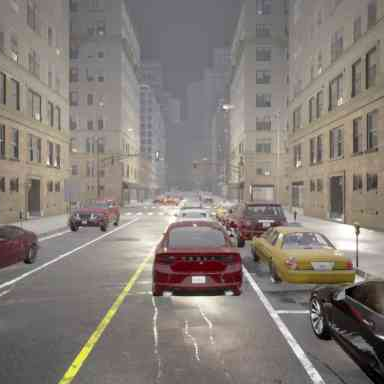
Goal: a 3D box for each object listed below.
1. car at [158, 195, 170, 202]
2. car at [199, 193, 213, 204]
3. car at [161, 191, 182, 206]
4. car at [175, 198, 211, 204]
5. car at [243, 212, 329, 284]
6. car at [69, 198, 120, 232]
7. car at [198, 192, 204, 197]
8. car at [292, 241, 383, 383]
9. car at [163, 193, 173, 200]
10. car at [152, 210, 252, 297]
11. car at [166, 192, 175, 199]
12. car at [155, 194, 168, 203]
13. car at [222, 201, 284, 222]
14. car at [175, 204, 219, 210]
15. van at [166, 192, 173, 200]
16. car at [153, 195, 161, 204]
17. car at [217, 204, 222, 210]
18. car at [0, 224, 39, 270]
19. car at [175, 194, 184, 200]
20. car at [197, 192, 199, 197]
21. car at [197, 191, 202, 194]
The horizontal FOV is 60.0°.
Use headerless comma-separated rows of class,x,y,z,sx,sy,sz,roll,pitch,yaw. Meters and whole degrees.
car,-5.754,1.292,68.798,1.887,1.381,4.507,1,0,0
car,2.770,1.367,57.943,2.008,1.369,4.403,0,0,0
car,-3.147,1.204,51.783,2.097,1.767,4.553,0,0,2
car,0.074,1.454,25.333,2.128,1.511,4.902,0,0,0
car,2.766,1.520,9.349,1.752,1.417,4.829,0,0,0
car,-5.757,1.291,20.292,2.192,1.841,5.009,0,0,0
car,2.772,1.271,68.959,1.752,1.417,4.829,1,0,0
car,2.765,1.566,3.628,1.947,1.339,4.313,0,0,0
car,-5.752,1.108,79.644,1.967,1.590,4.097,1,0,0
car,0.073,1.473,8.646,1.882,1.535,5.008,0,0,-1
car,-5.750,0.899,90.488,2.192,1.841,5.009,1,0,0
car,-5.753,1.224,63.374,1.967,1.590,4.097,1,0,0
car,2.768,1.302,14.734,2.192,1.841,5.009,0,0,0
car,0.099,1.510,16.191,1.812,1.442,4.674,0,0,0
van,-5.750,0.968,85.066,1.690,1.788,3.998,1,0,0
car,-5.755,1.361,57.951,1.887,1.381,4.507,0,0,0
car,2.767,1.558,20.285,1.802,1.307,4.206,0,0,0
car,-5.760,1.577,9.187,1.802,1.307,4.206,0,0,0
car,-2.998,1.184,80.786,1.812,1.442,4.674,0,0,0
car,2.772,1.250,79.639,1.802,1.307,4.206,1,0,0
car,2.774,1.024,90.483,1.967,1.590,4.097,1,0,0
